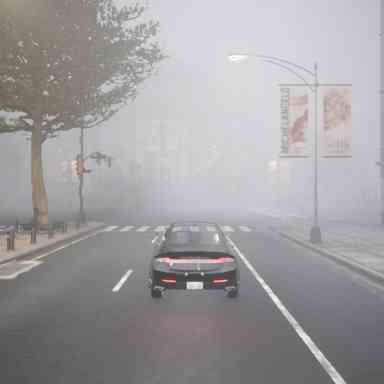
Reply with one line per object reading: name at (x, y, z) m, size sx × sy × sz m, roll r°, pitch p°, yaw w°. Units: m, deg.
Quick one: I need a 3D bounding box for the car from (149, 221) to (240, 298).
car at (0.061, 1.491, 8.489) m, size 2.128 × 1.511 × 4.902 m, roll 0°, pitch 0°, yaw 0°
